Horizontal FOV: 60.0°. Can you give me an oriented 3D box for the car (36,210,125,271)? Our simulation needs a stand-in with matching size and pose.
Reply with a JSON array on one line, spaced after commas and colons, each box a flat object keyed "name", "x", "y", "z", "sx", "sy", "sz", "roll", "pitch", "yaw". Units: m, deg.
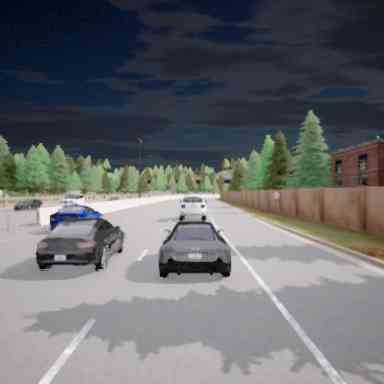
[{"name": "car", "x": -3.452, "y": 1.555, "z": 10.959, "sx": 1.812, "sy": 1.442, "sz": 4.674, "roll": 0, "pitch": 0, "yaw": -1}]

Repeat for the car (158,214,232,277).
[{"name": "car", "x": 0.066, "y": 1.592, "z": 10.396, "sx": 1.994, "sy": 1.385, "sz": 4.181, "roll": 0, "pitch": 0, "yaw": 0}]

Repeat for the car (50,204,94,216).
[{"name": "car", "x": -6.970, "y": 1.532, "z": 20.505, "sx": 1.882, "sy": 1.535, "sz": 5.008, "roll": 0, "pitch": 0, "yaw": 0}]

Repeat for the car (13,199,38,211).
[{"name": "car", "x": -20.747, "y": 1.618, "z": 42.423, "sx": 1.837, "sy": 1.490, "sz": 4.892, "roll": 0, "pitch": -1, "yaw": 2}]

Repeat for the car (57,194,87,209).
[{"name": "car", "x": -17.114, "y": 1.348, "z": 47.827, "sx": 2.150, "sy": 2.045, "sz": 5.566, "roll": 0, "pitch": 0, "yaw": 2}]

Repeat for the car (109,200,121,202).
[{"name": "car", "x": -13.315, "y": 1.656, "z": 57.159, "sx": 1.837, "sy": 1.490, "sz": 4.892, "roll": 0, "pitch": -1, "yaw": -2}]

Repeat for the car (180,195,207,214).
[{"name": "car", "x": 0.132, "y": 1.297, "z": 28.921, "sx": 2.150, "sy": 2.045, "sz": 5.566, "roll": 0, "pitch": 0, "yaw": 1}]
